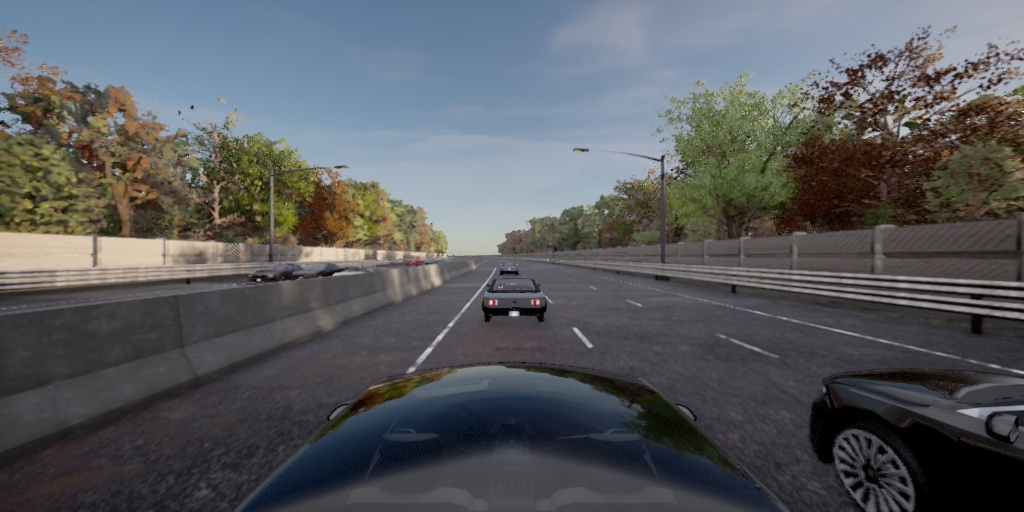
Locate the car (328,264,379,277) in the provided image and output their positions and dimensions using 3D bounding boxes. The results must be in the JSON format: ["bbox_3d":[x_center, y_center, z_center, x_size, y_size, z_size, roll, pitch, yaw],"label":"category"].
[{"bbox_3d":[-10.775,1.358,25.517,1.895,1.301,4.718,0,0,-1],"label":"car"}]

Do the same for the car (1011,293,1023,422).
[{"bbox_3d":[7.092,1.227,1.915,1.882,1.535,5.008,0,0,0],"label":"car"}]

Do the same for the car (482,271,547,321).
[{"bbox_3d":[0.057,1.355,12.421,1.895,1.301,4.718,0,0,0],"label":"car"}]

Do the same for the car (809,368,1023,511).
[{"bbox_3d":[3.592,1.241,1.219,2.128,1.511,4.902,0,0,0],"label":"car"}]

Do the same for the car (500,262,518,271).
[{"bbox_3d":[-0.318,1.327,39.143,1.994,1.385,4.181,0,0,-1],"label":"car"}]

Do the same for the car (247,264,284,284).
[{"bbox_3d":[-17.807,1.304,27.805,2.033,1.411,5.357,0,0,-1],"label":"car"}]

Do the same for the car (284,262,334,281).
[{"bbox_3d":[-14.292,1.235,26.730,1.882,1.535,5.008,0,0,-1],"label":"car"}]
